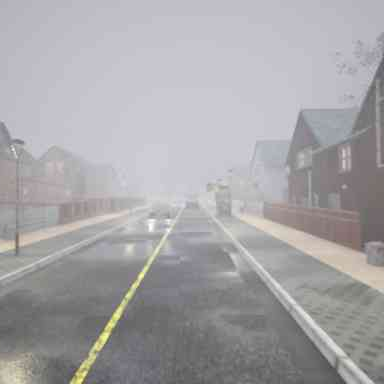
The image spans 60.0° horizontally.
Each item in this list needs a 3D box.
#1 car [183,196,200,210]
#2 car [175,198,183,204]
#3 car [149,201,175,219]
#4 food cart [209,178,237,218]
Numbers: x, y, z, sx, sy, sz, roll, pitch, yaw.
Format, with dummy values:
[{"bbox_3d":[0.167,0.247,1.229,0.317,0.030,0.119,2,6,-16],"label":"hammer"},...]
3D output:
[{"bbox_3d":[0.041,1.697,46.405,1.882,1.535,5.008,0,0,1],"label":"car"},{"bbox_3d":[-2.768,1.917,71.571,1.895,1.301,4.718,0,0,0],"label":"car"},{"bbox_3d":[-2.854,1.664,30.924,1.812,1.442,4.674,0,0,0],"label":"car"},{"bbox_3d":[2.944,0.615,32.774,2.280,3.560,4.660,-2,-2,0],"label":"food cart"}]
